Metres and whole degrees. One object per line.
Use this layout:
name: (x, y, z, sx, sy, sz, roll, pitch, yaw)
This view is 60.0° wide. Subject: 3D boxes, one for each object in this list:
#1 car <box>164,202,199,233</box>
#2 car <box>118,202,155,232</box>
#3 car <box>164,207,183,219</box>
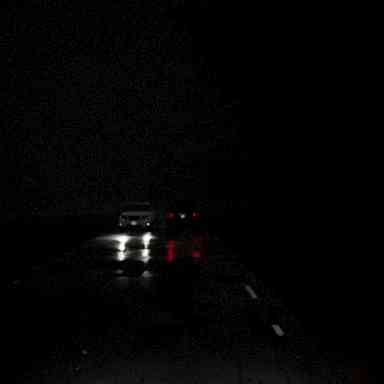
car: (-0.733, 1.698, 23.180, 2.150, 2.045, 5.566, 0, -2, -3)
car: (-3.923, 1.750, 24.296, 2.150, 2.045, 5.566, 0, -2, -3)
car: (-2.416, 2.604, 42.031, 2.033, 1.411, 5.357, 0, -2, -7)
